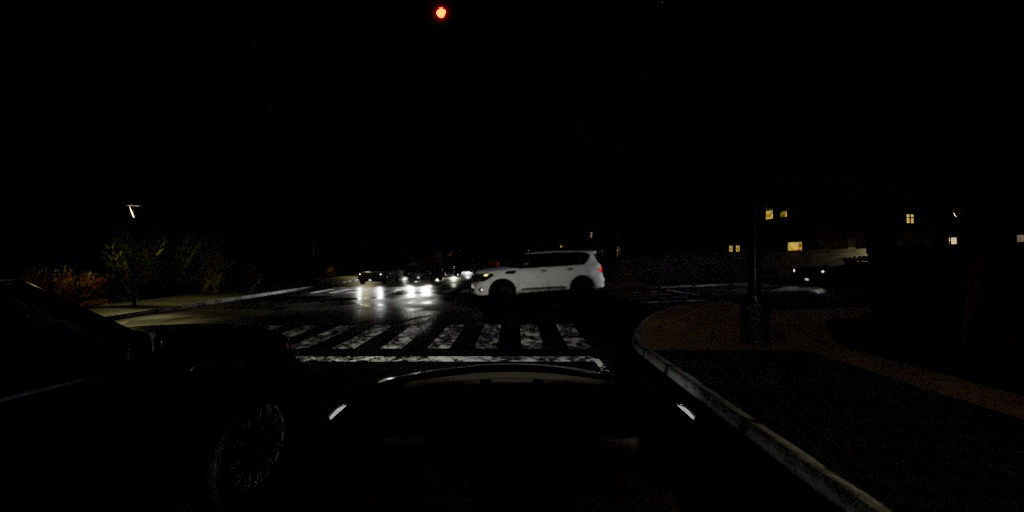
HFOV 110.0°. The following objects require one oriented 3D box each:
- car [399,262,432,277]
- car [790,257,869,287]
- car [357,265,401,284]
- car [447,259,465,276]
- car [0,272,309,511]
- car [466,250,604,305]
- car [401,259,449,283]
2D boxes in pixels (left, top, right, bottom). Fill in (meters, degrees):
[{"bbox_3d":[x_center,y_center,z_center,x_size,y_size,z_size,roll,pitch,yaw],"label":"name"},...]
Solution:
[{"bbox_3d":[-9.845,1.318,37.124,2.033,1.411,5.357,0,0,0],"label":"car"},{"bbox_3d":[16.119,0.728,17.198,4.718,1.301,1.895,-2,-1,-7],"label":"car"},{"bbox_3d":[-9.848,1.363,27.070,1.895,1.301,4.718,0,0,0],"label":"car"},{"bbox_3d":[-6.590,1.123,37.547,2.097,1.767,4.553,0,0,0],"label":"car"},{"bbox_3d":[-3.159,0.971,1.207,2.150,2.045,5.566,0,0,2],"label":"car"},{"bbox_3d":[1.088,0.801,15.056,5.566,2.045,2.150,-1,-1,-13],"label":"car"},{"bbox_3d":[-6.596,1.254,27.731,2.128,1.511,4.902,0,0,0],"label":"car"}]
